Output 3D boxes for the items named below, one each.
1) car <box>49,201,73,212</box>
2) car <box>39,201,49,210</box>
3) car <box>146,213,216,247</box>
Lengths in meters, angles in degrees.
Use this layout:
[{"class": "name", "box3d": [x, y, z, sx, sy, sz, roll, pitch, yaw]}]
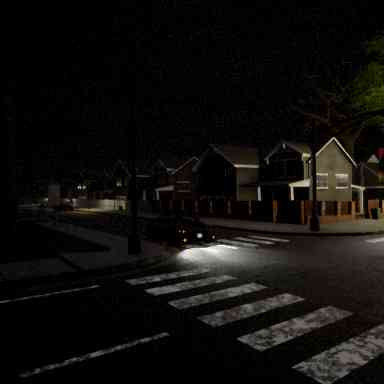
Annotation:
[{"class": "car", "box3d": [-18.235, 1.985, 47.025, 2.128, 1.511, 4.902, -1, 0, -34]}, {"class": "car", "box3d": [-24.210, 2.187, 55.555, 1.994, 1.385, 4.181, -1, 0, -35]}, {"class": "car", "box3d": [-0.657, 1.716, 16.046, 1.994, 1.385, 4.181, -1, 0, -30]}]
